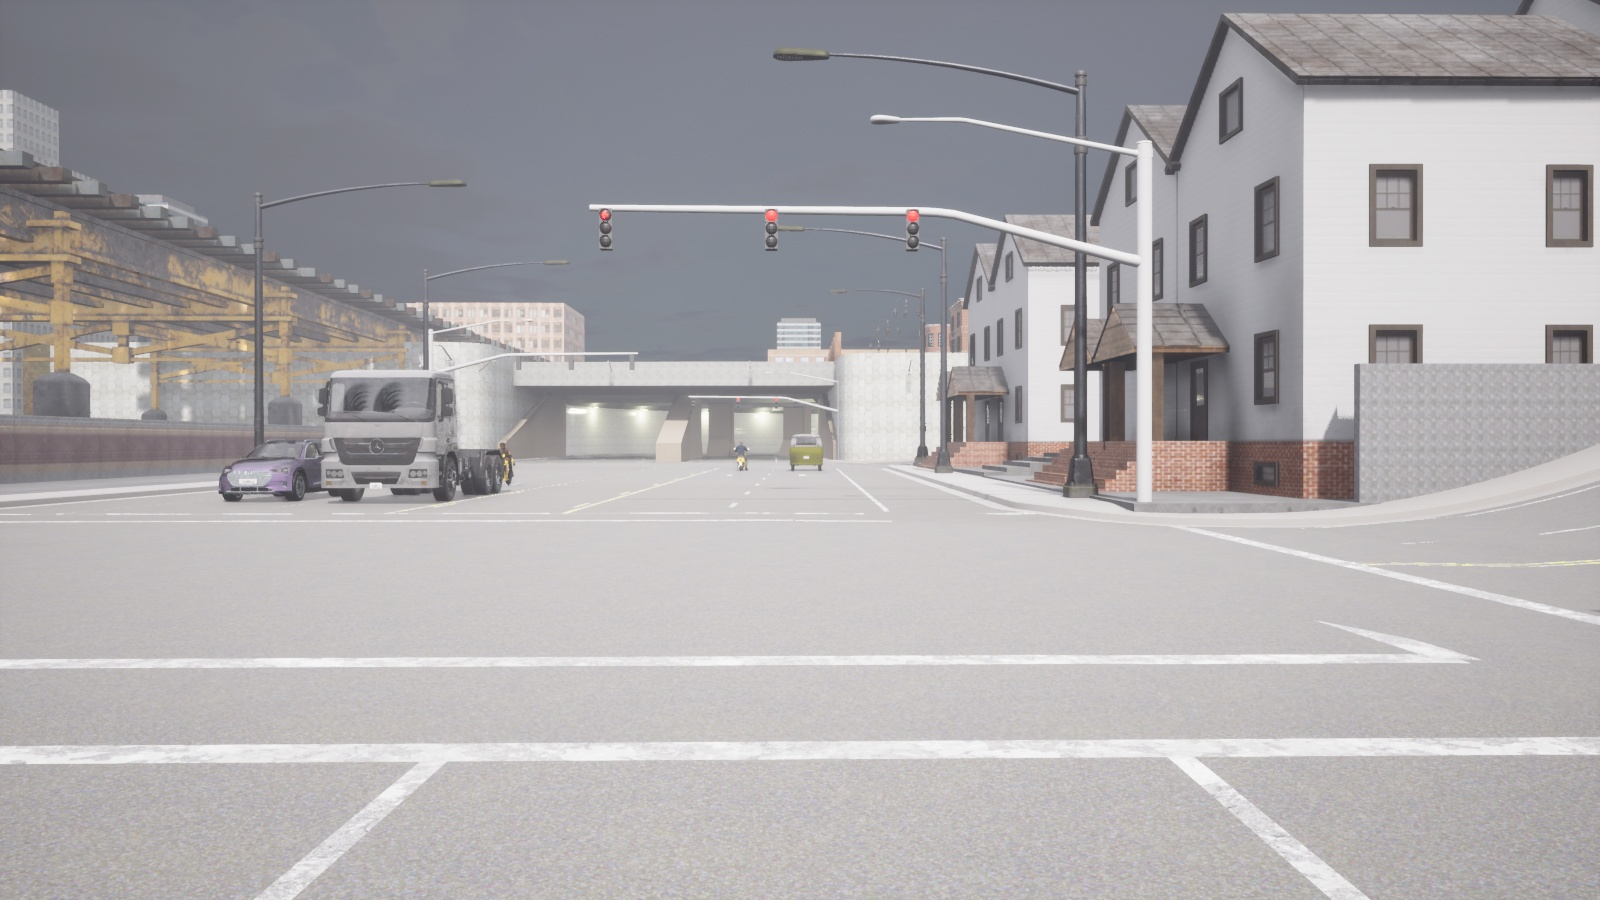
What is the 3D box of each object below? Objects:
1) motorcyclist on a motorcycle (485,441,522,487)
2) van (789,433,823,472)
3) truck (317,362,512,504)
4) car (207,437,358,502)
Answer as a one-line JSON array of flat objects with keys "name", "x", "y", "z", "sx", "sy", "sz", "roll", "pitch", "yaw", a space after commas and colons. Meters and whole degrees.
[{"name": "motorcyclist on a motorcycle", "x": -10.277, "y": 0.470, "z": 43.538, "sx": 0.797, "sy": 1.523, "sz": 2.044, "roll": 0, "pitch": 1, "yaw": 0}, {"name": "van", "x": 0.340, "y": 0.117, "z": 67.674, "sx": 1.775, "sy": 1.987, "sz": 4.442, "roll": 0, "pitch": 0, "yaw": 0}, {"name": "truck", "x": -10.315, "y": -0.439, "z": 34.598, "sx": 2.891, "sy": 3.462, "sz": 7.936, "roll": 0, "pitch": 0, "yaw": 0}, {"name": "car", "x": -13.823, "y": 0.474, "z": 33.899, "sx": 2.033, "sy": 1.649, "sz": 4.856, "roll": 0, "pitch": 0, "yaw": 0}]
